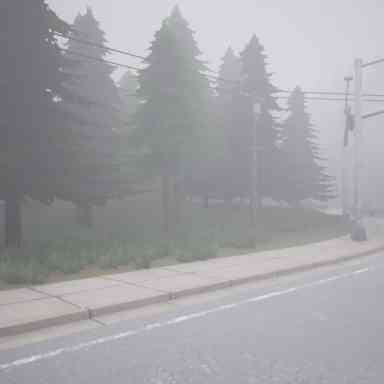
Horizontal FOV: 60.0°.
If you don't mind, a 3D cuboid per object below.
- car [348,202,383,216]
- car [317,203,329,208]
[{"bbox_3d":[17.265,1.612,32.375,1.895,1.301,4.718,0,0,-5],"label":"car"},{"bbox_3d":[14.806,1.560,42.428,2.033,1.411,5.357,0,0,-25],"label":"car"}]
